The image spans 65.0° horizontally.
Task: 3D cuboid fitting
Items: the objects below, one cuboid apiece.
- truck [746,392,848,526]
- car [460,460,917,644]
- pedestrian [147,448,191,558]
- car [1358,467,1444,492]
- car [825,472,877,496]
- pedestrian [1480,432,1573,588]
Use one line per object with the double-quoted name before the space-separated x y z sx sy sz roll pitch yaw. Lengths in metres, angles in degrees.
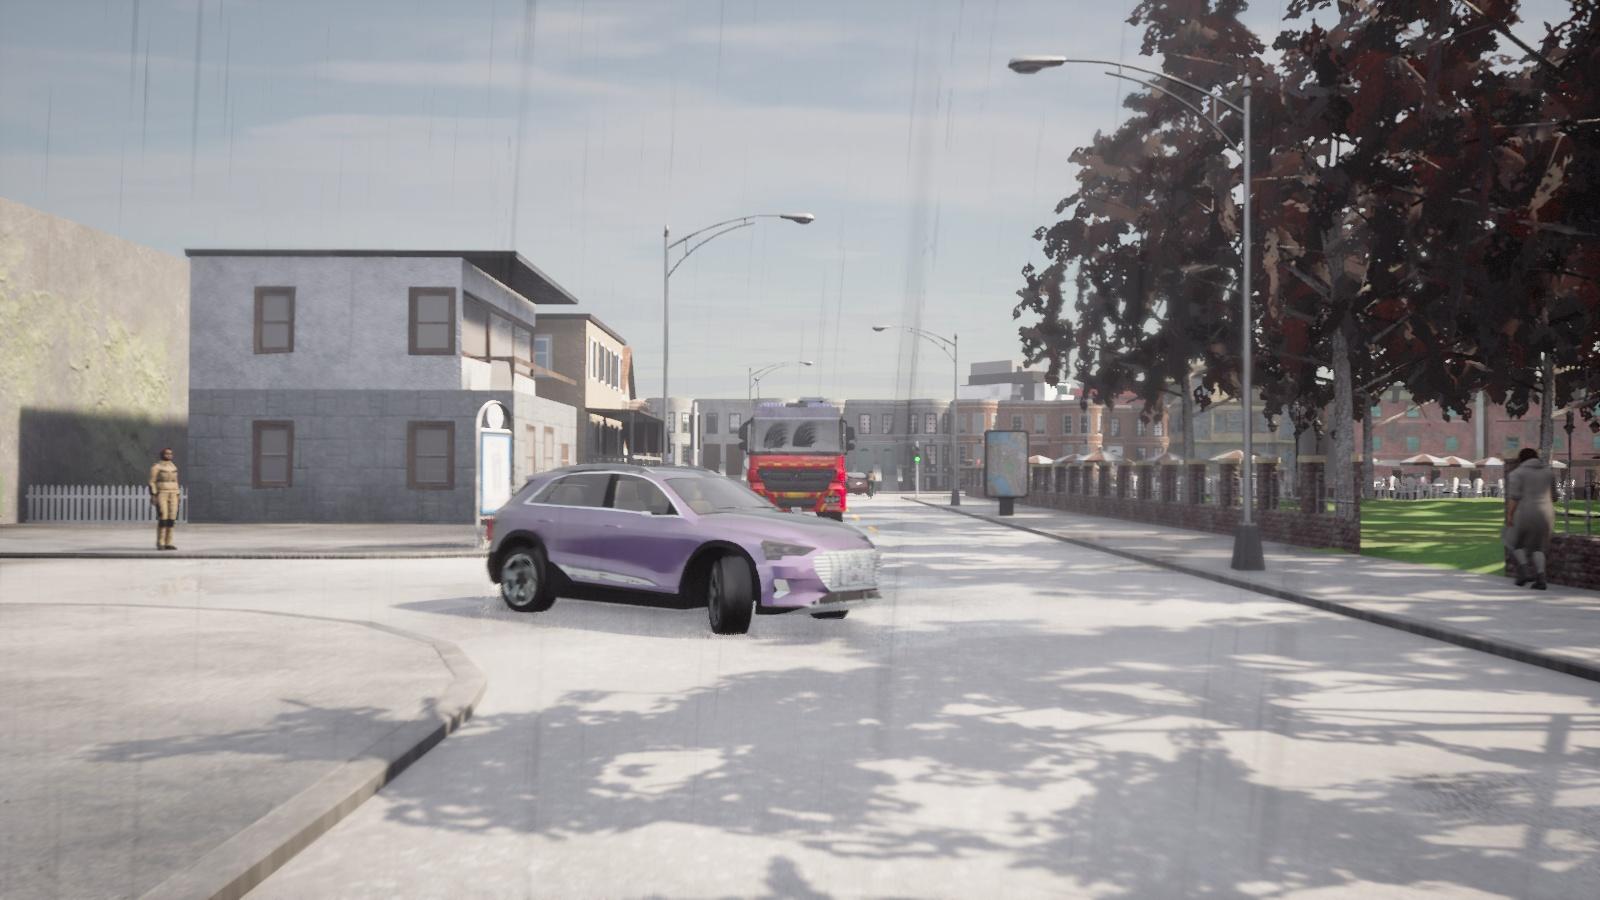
"truck" -0.103 0.322 40.097 2.891 3.827 8.468 0 -1 0
"car" -1.330 0.978 13.606 4.856 1.649 2.033 -1 -2 39
"pedestrian" -11.268 0.945 22.425 0.692 1.930 0.396 -1 -1 33
"car" 40.828 2.013 85.464 4.856 1.649 2.033 0 -1 5
"car" 3.212 2.144 80.147 2.163 1.488 4.792 0 -1 -12
"pedestrian" 9.320 0.757 16.138 0.659 1.952 0.873 0 -1 0
